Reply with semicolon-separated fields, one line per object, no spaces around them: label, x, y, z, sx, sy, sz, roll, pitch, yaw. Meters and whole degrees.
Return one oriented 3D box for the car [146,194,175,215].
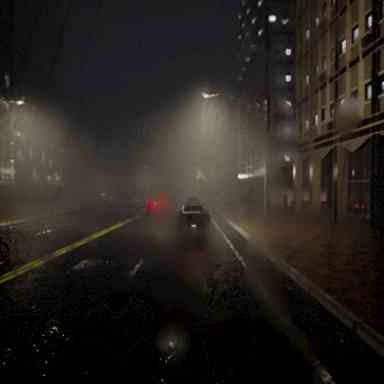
car;-3.164;1.169;32.605;2.150;2.045;5.566;0;0;0

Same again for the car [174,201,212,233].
car;0.092;1.475;19.268;1.837;1.490;4.892;0;0;0

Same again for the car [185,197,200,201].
car;0.082;1.401;43.508;1.882;1.535;5.008;0;0;0

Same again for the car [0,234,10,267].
car;-6.602;1.552;8.532;1.994;1.385;4.181;0;0;0

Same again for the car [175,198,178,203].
car;-3.172;1.507;51.331;1.895;1.301;4.718;0;0;0
